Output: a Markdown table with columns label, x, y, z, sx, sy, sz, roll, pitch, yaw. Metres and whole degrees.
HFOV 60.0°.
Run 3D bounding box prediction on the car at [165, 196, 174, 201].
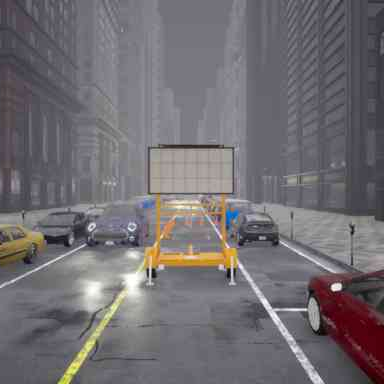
| label | x | y | z | sx | sy | sz | roll | pitch | yaw |
| --- | --- | --- | --- | --- | --- | --- | --- | --- | --- |
| car | -5.969 | 1.658 | 88.315 | 1.947 | 1.339 | 4.313 | 0 | 0 | 0 |

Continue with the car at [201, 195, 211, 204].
| label | x | y | z | sx | sy | sz | roll | pitch | yaw |
| --- | --- | --- | --- | --- | --- | --- | --- | --- | --- |
| car | 2.648 | 1.576 | 48.894 | 1.887 | 1.381 | 4.507 | 0 | 0 | 0 |

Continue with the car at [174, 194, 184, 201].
| label | x | y | z | sx | sy | sz | roll | pitch | yaw |
| --- | --- | --- | --- | --- | --- | --- | --- | --- | --- |
| car | -3.202 | 1.568 | 87.534 | 1.882 | 1.535 | 5.008 | 0 | 0 | 0 |

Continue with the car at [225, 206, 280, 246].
| label | x | y | z | sx | sy | sz | roll | pitch | yaw |
| --- | --- | --- | --- | --- | --- | --- | --- | --- | --- |
| car | 2.727 | 1.554 | 15.077 | 2.008 | 1.369 | 4.403 | 0 | 0 | 0 |

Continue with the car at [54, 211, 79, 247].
| label | x | y | z | sx | sy | sz | roll | pitch | yaw |
| --- | --- | --- | --- | --- | --- | --- | --- | --- | --- |
| car | -5.798 | 1.569 | 15.040 | 1.947 | 1.339 | 4.313 | 0 | 0 | 0 |

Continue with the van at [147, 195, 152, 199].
| label | x | y | z | sx | sy | sz | roll | pitch | yaw |
| --- | --- | --- | --- | --- | --- | --- | --- | --- | --- |
| van | -5.851 | 1.360 | 37.587 | 1.690 | 1.788 | 3.998 | 0 | 0 | 0 |

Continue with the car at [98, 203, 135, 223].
| label | x | y | z | sx | sy | sz | roll | pitch | yaw |
| --- | --- | --- | --- | --- | --- | --- | --- | --- | --- |
| car | -5.825 | 1.575 | 26.313 | 1.947 | 1.339 | 4.313 | 0 | 0 | 0 |

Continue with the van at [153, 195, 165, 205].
| label | x | y | z | sx | sy | sz | roll | pitch | yaw |
| --- | --- | --- | --- | --- | --- | --- | --- | --- | --- |
| van | -5.904 | 1.386 | 60.132 | 1.690 | 1.788 | 3.998 | 0 | 0 | 0 |

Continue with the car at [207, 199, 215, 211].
| label | x | y | z | sx | sy | sz | roll | pitch | yaw |
| --- | --- | --- | --- | --- | --- | --- | --- | --- | --- |
| car | 2.687 | 1.596 | 31.986 | 1.802 | 1.307 | 4.206 | 0 | 0 | 0 |

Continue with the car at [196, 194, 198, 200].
| label | x | y | z | sx | sy | sz | roll | pitch | yaw |
| --- | --- | --- | --- | --- | --- | --- | --- | --- | --- |
| car | 2.568 | 1.607 | 82.882 | 1.752 | 1.417 | 4.829 | 0 | 0 | 0 |

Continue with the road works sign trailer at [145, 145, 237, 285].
| label | x | y | z | sx | sy | sz | roll | pitch | yaw |
| --- | --- | --- | --- | --- | --- | --- | --- | --- | --- |
| road works sign trailer | -0.021 | 0.465 | 9.456 | 2.380 | 3.560 | 2.880 | 0 | 0 | 0 |

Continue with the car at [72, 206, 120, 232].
| label | x | y | z | sx | sy | sz | roll | pitch | yaw |
| --- | --- | --- | --- | --- | --- | --- | --- | --- | --- |
| car | -5.811 | 1.588 | 20.677 | 1.802 | 1.307 | 4.206 | 0 | 0 | 0 |

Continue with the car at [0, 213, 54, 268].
| label | x | y | z | sx | sy | sz | roll | pitch | yaw |
| --- | --- | --- | --- | --- | --- | --- | --- | --- | --- |
| car | -5.785 | 1.526 | 9.233 | 1.752 | 1.417 | 4.829 | 0 | 0 | 0 |

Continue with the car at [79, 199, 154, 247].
| label | x | y | z | sx | sy | sz | roll | pitch | yaw |
| --- | --- | --- | --- | --- | --- | --- | --- | --- | --- |
| car | -3.134 | 1.355 | 14.883 | 2.097 | 1.767 | 4.553 | 0 | 0 | 0 |

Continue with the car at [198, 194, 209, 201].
| label | x | y | z | sx | sy | sz | roll | pitch | yaw |
| --- | --- | --- | --- | --- | --- | --- | --- | --- | --- |
| car | 2.621 | 1.360 | 60.167 | 2.192 | 1.841 | 5.009 | 0 | 0 | 0 |

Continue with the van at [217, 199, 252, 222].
| label | x | y | z | sx | sy | sz | roll | pitch | yaw |
| --- | --- | --- | --- | --- | --- | --- | --- | --- | --- |
| van | 2.713 | 1.347 | 20.713 | 1.690 | 1.788 | 3.998 | 0 | 0 | 0 |

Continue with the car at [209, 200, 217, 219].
| label | x | y | z | sx | sy | sz | roll | pitch | yaw |
| --- | --- | --- | --- | --- | --- | --- | --- | --- | --- |
| car | 2.700 | 1.560 | 26.349 | 2.008 | 1.369 | 4.403 | 0 | 0 | 0 |

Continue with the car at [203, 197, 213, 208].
| label | x | y | z | sx | sy | sz | roll | pitch | yaw |
| --- | --- | --- | --- | --- | --- | --- | --- | --- | --- |
| car | 2.674 | 1.570 | 37.622 | 2.008 | 1.369 | 4.403 | 0 | 0 | 0 |

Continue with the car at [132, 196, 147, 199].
| label | x | y | z | sx | sy | sz | roll | pitch | yaw |
| --- | --- | --- | --- | --- | --- | --- | --- | --- | --- |
| car | -5.838 | 1.454 | 31.950 | 1.967 | 1.590 | 4.097 | 0 | 0 | 0 |

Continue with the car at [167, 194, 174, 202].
| label | x | y | z | sx | sy | sz | roll | pitch | yaw |
| --- | --- | --- | --- | --- | --- | --- | --- | --- | --- |
| car | -5.943 | 1.616 | 77.042 | 1.887 | 1.381 | 4.507 | 0 | 0 | 0 |

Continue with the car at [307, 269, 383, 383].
| label | x | y | z | sx | sy | sz | roll | pitch | yaw |
| --- | --- | --- | --- | --- | --- | --- | --- | --- | --- |
| car | 2.753 | 1.545 | 3.804 | 1.887 | 1.381 | 4.507 | 0 | 0 | 0 |

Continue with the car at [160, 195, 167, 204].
| label | x | y | z | sx | sy | sz | roll | pitch | yaw |
| --- | --- | --- | --- | --- | --- | --- | --- | --- | --- |
| car | -5.891 | 1.352 | 54.496 | 2.192 | 1.841 | 5.009 | 0 | 0 | 0 |

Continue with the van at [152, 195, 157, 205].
| label | x | y | z | sx | sy | sz | roll | pitch | yaw |
| --- | --- | --- | --- | --- | --- | --- | --- | --- | --- |
| van | -5.865 | 1.366 | 43.223 | 1.690 | 1.788 | 3.998 | 0 | 0 | 0 |
